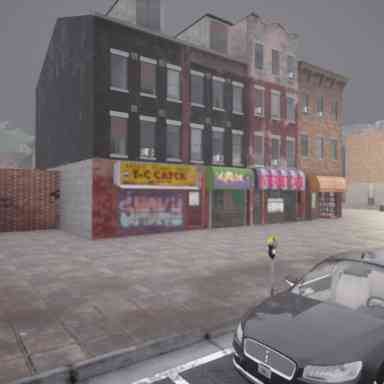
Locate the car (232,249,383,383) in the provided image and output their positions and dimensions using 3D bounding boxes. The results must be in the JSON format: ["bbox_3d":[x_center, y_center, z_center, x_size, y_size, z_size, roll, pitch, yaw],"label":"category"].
[{"bbox_3d":[2.504,1.552,4.585,4.403,1.369,2.008,0,0,-35],"label":"car"}]
